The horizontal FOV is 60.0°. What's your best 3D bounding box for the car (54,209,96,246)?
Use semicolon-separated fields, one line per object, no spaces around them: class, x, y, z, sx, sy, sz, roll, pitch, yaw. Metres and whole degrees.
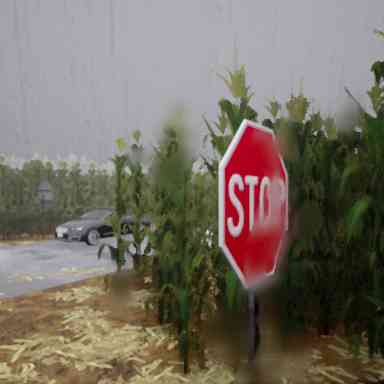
car;-4.007;1.496;15.614;2.128;1.511;4.902;0;0;34
